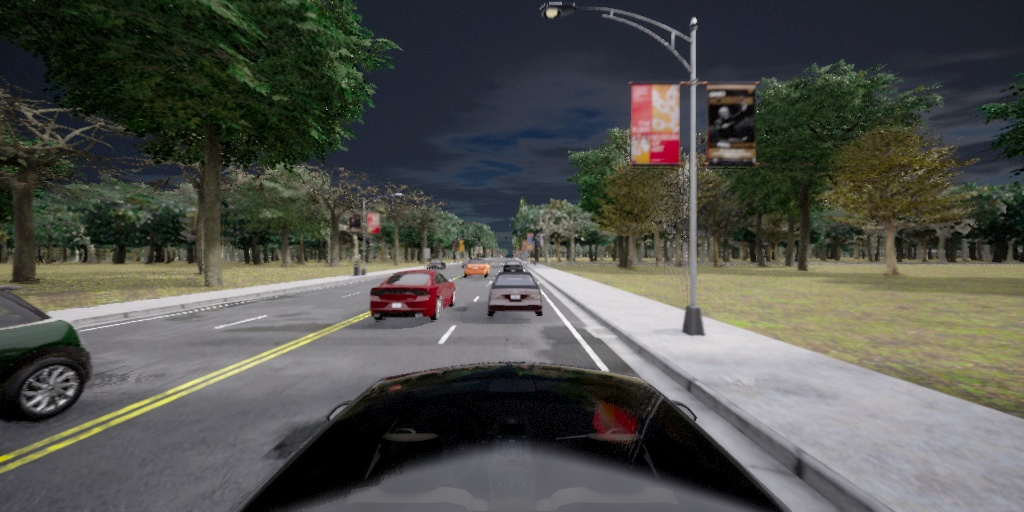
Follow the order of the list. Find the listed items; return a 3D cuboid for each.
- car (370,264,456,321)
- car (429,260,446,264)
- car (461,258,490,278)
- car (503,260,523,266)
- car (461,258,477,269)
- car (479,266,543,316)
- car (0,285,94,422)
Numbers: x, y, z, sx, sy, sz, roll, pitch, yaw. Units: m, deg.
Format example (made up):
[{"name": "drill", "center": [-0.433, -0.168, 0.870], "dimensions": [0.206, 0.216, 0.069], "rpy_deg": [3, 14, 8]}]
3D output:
[{"name": "car", "center": [-3.155, 1.203, 12.316], "dimensions": [1.882, 1.535, 5.008], "rpy_deg": [0, 0, 0]}, {"name": "car", "center": [-9.845, 1.210, 47.128], "dimensions": [1.994, 1.385, 4.181], "rpy_deg": [0, 0, 0]}, {"name": "car", "center": [-3.152, 1.029, 33.385], "dimensions": [2.097, 1.767, 4.553], "rpy_deg": [0, 0, 0]}, {"name": "car", "center": [0.099, 1.151, 35.219], "dimensions": [1.882, 1.535, 5.008], "rpy_deg": [0, 0, 0]}, {"name": "car", "center": [-6.568, 1.135, 54.718], "dimensions": [1.837, 1.490, 4.892], "rpy_deg": [0, 0, 0]}, {"name": "car", "center": [0.095, 1.268, 13.275], "dimensions": [2.033, 1.411, 5.357], "rpy_deg": [0, 0, 0]}, {"name": "car", "center": [-6.601, 1.100, 2.729], "dimensions": [2.097, 1.767, 4.553], "rpy_deg": [0, 0, 0]}]
